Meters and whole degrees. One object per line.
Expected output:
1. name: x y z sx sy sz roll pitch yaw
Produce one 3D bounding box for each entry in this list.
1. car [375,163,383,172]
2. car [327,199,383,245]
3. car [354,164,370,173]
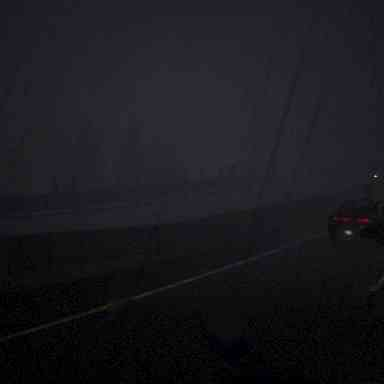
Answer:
1. car: 34.470 -4.422 59.954 1.837 1.490 4.892 1 7 42
2. car: 7.031 1.043 13.324 2.128 1.511 4.902 1 4 42
3. car: 31.854 -4.447 62.279 1.812 1.442 4.674 1 7 42
